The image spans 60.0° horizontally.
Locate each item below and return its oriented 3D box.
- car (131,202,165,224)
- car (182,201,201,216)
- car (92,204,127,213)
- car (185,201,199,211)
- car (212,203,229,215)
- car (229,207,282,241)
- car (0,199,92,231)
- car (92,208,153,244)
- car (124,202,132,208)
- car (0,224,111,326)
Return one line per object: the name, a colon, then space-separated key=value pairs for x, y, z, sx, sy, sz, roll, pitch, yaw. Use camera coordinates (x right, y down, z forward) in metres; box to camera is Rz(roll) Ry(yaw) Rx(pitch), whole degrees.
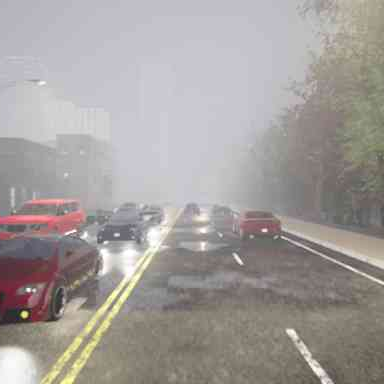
car: x=-3.263 y=1.748 z=26.985 sx=2.128 sy=1.511 sz=4.902 roll=0 pitch=-1 yaw=0
car: x=-0.018 y=1.877 z=37.089 sx=1.812 sy=1.442 sz=4.674 roll=0 pitch=-1 yaw=0
car: x=-6.521 y=1.838 z=24.918 sx=1.895 sy=1.301 sz=4.718 roll=0 pitch=-1 yaw=0
car: x=-0.013 y=2.019 z=48.123 sx=1.994 sy=1.385 sz=4.181 roll=0 pitch=0 yaw=0
car: x=3.334 y=1.971 z=39.034 sx=1.895 sy=1.301 sz=4.718 roll=0 pitch=-1 yaw=0
car: x=3.343 y=1.647 z=17.780 sx=1.882 sy=1.535 sz=5.008 roll=0 pitch=-1 yaw=0
car: x=-6.588 y=1.366 z=15.117 sx=2.150 sy=2.045 sz=5.566 roll=0 pitch=-1 yaw=0
car: x=-3.332 y=1.724 z=16.734 sx=1.994 sy=1.385 sz=4.181 roll=0 pitch=-1 yaw=0
car: x=-6.515 y=1.839 z=35.232 sx=1.837 sy=1.490 sz=4.892 roll=0 pitch=-1 yaw=0
car: x=-3.344 y=1.634 z=7.216 sx=1.994 sy=1.385 sz=4.181 roll=0 pitch=-1 yaw=0
